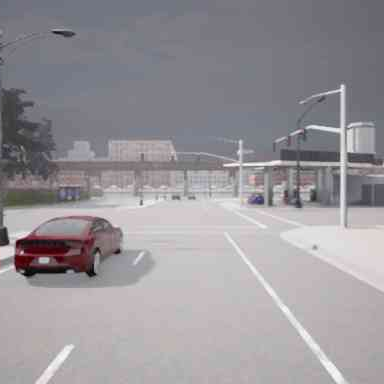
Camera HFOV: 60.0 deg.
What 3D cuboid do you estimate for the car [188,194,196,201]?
[{"bbox_3d":[-0.031,1.200,74.688,2.033,1.411,5.357,0,0,0],"label":"car"}]

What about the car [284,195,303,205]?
[{"bbox_3d":[15.434,1.226,50.781,1.970,1.475,3.806,0,0,0],"label":"car"}]

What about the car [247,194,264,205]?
[{"bbox_3d":[9.689,1.071,50.016,2.242,1.667,4.611,0,0,0],"label":"car"}]

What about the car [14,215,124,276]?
[{"bbox_3d":[-3.422,1.434,10.192,1.882,1.535,5.008,0,0,0],"label":"car"}]

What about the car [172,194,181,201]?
[{"bbox_3d":[-3.531,1.140,74.686,1.882,1.535,5.008,0,0,0],"label":"car"}]
